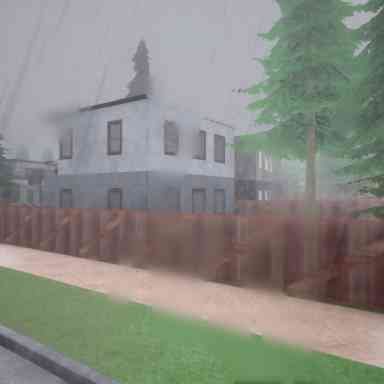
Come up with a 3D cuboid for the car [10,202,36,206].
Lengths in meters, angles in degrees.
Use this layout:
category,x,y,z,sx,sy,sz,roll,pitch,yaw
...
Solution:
category,x,y,z,sx,sy,sz,roll,pitch,yaw
car,-15.351,1.582,29.329,1.895,1.301,4.718,0,0,28
